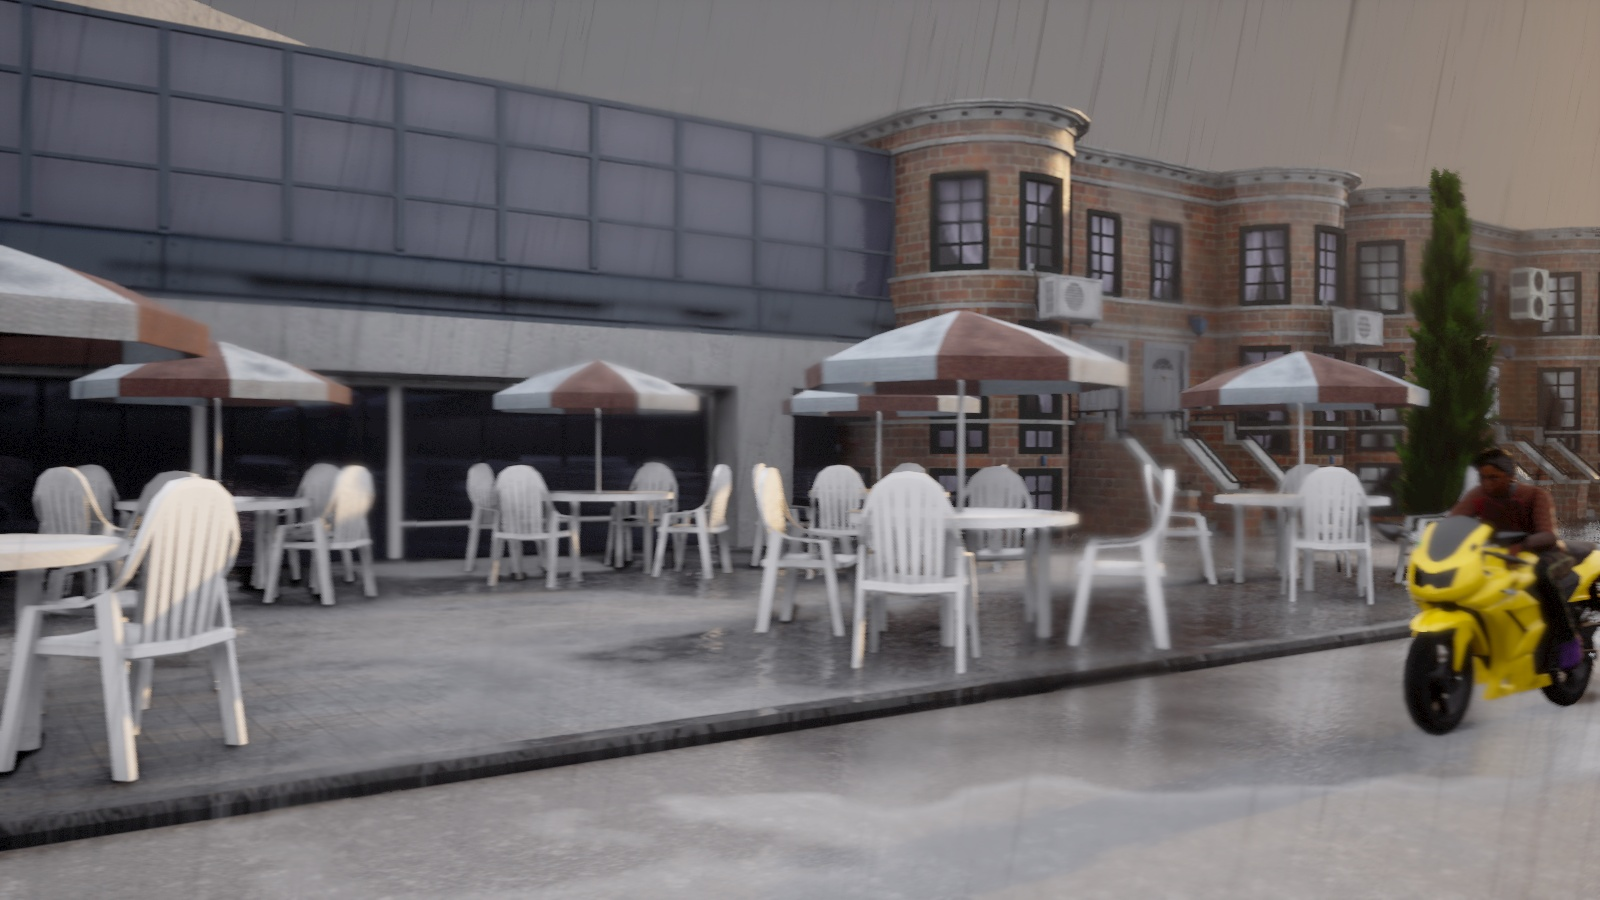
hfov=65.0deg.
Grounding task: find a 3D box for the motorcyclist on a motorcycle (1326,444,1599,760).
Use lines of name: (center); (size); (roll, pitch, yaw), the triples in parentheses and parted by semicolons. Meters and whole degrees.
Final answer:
motorcyclist on a motorcycle: (3.881, 0.736, 6.969); (2.044, 1.523, 0.797); (0, 0, -35)
